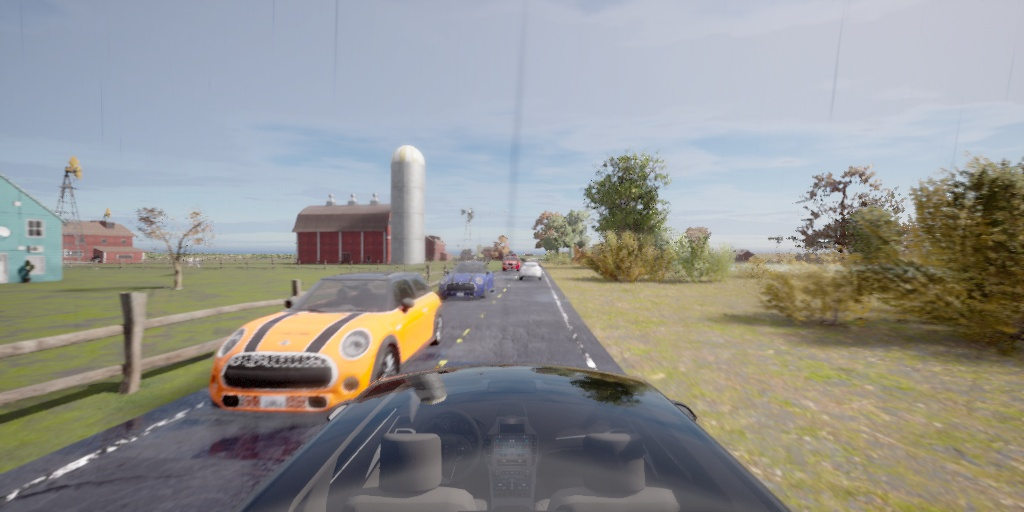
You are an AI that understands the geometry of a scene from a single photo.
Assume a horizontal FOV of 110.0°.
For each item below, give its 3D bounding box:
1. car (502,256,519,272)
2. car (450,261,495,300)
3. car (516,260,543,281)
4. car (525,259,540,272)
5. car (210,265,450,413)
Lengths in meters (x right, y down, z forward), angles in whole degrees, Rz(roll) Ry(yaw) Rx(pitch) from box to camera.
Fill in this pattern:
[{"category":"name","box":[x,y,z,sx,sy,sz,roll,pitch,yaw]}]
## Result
[{"category":"car","box":[-0.052,1.022,47.276,2.150,2.045,5.566,0,0,4]},{"category":"car","box":[-2.085,1.083,17.736,2.097,1.767,4.553,0,0,4]},{"category":"car","box":[1.610,1.272,30.537,1.812,1.442,4.674,0,0,4]},{"category":"car","box":[2.726,1.250,46.694,1.882,1.535,5.008,0,0,4]},{"category":"car","box":[-2.670,1.088,6.368,2.097,1.767,4.553,0,0,2]}]
